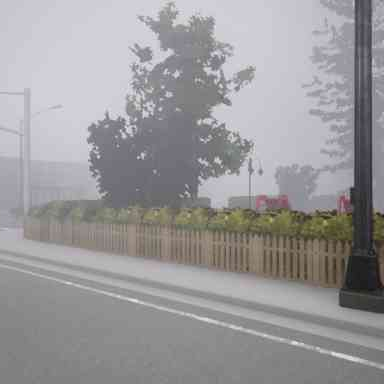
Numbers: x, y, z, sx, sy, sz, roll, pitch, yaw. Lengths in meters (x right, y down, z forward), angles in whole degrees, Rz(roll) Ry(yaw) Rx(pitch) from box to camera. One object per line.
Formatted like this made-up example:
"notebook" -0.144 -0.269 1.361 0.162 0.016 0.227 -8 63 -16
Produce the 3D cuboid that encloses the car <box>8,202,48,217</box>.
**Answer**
"car" -13.989 1.601 30.301 1.895 1.301 4.718 0 0 35
